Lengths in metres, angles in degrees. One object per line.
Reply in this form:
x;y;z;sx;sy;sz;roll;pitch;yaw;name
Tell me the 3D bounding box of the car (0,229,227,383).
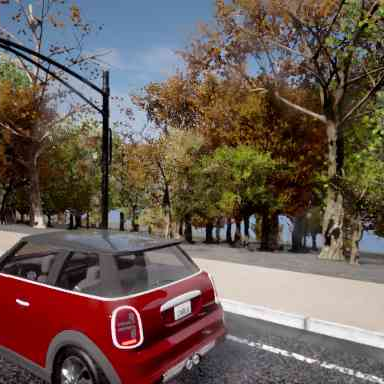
-1.832;1.351;4.992;4.553;1.767;2.097;0;0;36;car
